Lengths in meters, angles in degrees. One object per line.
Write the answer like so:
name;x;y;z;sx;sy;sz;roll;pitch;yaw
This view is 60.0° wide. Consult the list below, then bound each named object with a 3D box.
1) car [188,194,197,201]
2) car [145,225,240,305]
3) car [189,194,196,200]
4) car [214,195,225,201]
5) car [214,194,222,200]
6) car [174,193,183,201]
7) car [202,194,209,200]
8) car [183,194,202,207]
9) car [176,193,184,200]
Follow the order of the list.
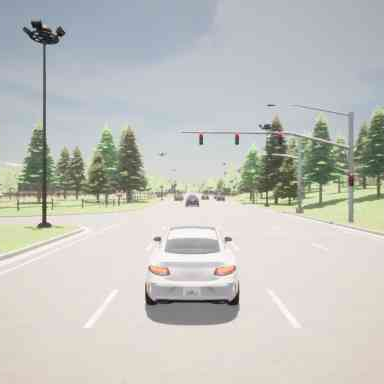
car;0.125;1.347;82.840;2.097;1.767;4.553;0;0;0
car;0.018;1.526;7.937;1.812;1.442;4.674;0;0;0
car;0.140;1.332;92.873;1.837;1.490;4.892;0;0;0
car;7.124;1.517;82.442;2.128;1.511;4.902;0;0;0
car;7.140;1.385;92.862;1.994;1.385;4.181;0;0;0
car;-3.375;1.544;82.842;1.994;1.385;4.181;0;0;0
car;3.640;1.355;93.251;2.097;1.767;4.553;0;0;0
car;0.078;1.352;51.810;2.097;1.767;4.553;0;0;0
car;-3.360;1.187;92.848;2.097;1.767;4.553;0;0;0
